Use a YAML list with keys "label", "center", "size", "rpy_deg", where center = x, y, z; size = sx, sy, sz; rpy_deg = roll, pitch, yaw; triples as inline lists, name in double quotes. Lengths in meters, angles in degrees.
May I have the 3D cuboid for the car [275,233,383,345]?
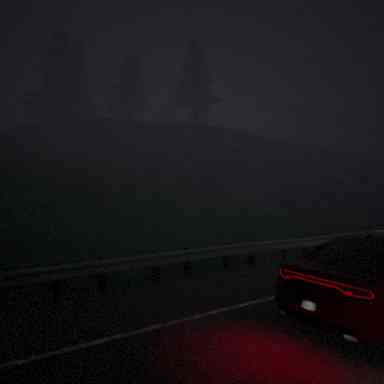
- label: "car"
  center: [3.752, 1.519, 6.233]
  size: [5.008, 1.535, 1.882]
  rpy_deg: [0, 0, -34]
